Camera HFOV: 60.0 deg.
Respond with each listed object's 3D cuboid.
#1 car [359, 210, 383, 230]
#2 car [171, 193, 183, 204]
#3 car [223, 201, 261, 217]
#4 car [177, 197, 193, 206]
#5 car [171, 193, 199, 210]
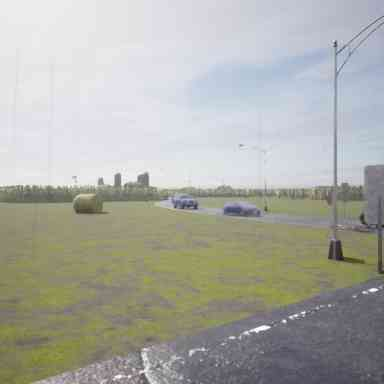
[{"bbox_3d":[12.388,1.523,19.379,1.837,1.490,4.892,-1,0,-34],"label":"car"},{"bbox_3d":[-3.041,1.297,66.977,2.150,2.045,5.566,0,0,-6],"label":"car"},{"bbox_3d":[4.680,1.574,32.146,1.812,1.442,4.674,-1,0,-27],"label":"car"},{"bbox_3d":[-1.265,1.585,56.804,1.812,1.442,4.674,-1,0,-12],"label":"car"},{"bbox_3d":[-0.918,1.295,45.323,2.150,2.045,5.566,-1,0,-19],"label":"car"}]
